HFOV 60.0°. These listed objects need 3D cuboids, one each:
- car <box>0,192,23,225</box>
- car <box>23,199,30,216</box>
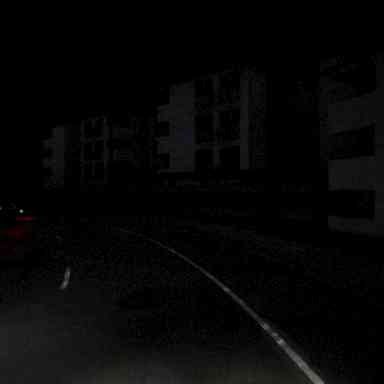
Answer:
[{"bbox_3d":[-13.226,1.035,21.544,2.150,2.045,5.566,-1,1,-45],"label":"car"},{"bbox_3d":[-15.533,1.253,28.564,4.892,1.490,1.837,1,1,44],"label":"car"}]
